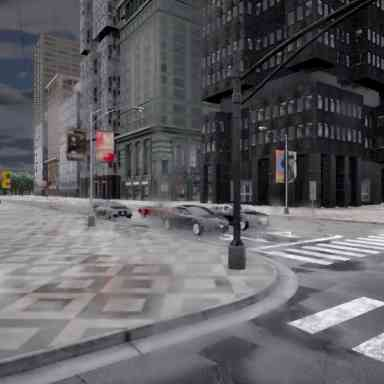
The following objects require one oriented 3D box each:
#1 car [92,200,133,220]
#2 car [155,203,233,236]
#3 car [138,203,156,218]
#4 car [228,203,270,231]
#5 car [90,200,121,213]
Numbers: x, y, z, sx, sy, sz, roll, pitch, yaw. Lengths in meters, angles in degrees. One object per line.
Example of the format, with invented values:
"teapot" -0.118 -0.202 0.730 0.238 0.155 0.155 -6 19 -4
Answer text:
"car" -6.677 1.554 28.222 1.994 1.385 4.181 0 0 -35
"car" 0.091 1.500 18.715 1.837 1.490 4.892 0 0 -35
"car" -2.749 1.586 28.303 1.895 1.301 4.718 0 0 -35
"car" 2.665 1.481 20.705 2.128 1.511 4.902 0 0 -35
"car" -10.162 1.585 38.739 1.895 1.301 4.718 0 0 -35
